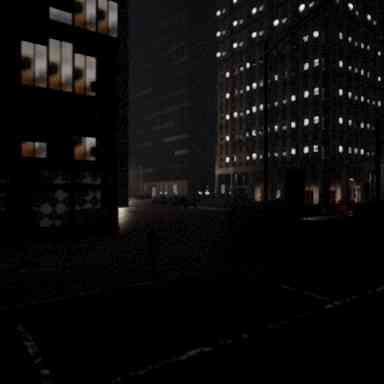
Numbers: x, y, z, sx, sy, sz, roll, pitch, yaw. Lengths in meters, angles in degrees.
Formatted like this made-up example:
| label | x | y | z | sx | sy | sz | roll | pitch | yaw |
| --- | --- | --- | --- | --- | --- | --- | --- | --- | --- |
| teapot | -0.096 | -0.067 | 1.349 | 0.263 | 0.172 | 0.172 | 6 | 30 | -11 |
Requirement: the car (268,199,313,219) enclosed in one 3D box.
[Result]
| label | x | y | z | sx | sy | sz | roll | pitch | yaw |
| --- | --- | --- | --- | --- | --- | --- | --- | --- | --- |
| car | 7.949 | 1.476 | 27.630 | 1.802 | 1.307 | 4.206 | 1 | 0 | -32 |

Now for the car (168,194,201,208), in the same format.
| label | x | y | z | sx | sy | sz | roll | pitch | yaw |
| --- | --- | --- | --- | --- | --- | --- | --- | --- | --- |
| car | -0.931 | 1.292 | 41.596 | 1.802 | 1.307 | 4.206 | 1 | 0 | -33 |

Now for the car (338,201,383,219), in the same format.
| label | x | y | z | sx | sy | sz | roll | pitch | yaw |
| --- | --- | --- | --- | --- | --- | --- | --- | --- | --- |
| car | 14.866 | 1.426 | 26.923 | 1.882 | 1.535 | 5.008 | 1 | 0 | -30 |

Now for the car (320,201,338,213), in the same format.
| label | x | y | z | sx | sy | sz | roll | pitch | yaw |
| --- | --- | --- | --- | --- | --- | --- | --- | --- | --- |
| car | 14.573 | 1.481 | 32.315 | 1.802 | 1.307 | 4.206 | 1 | 0 | -32 |

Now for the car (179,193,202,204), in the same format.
| label | x | y | z | sx | sy | sz | roll | pitch | yaw |
| --- | --- | --- | --- | --- | --- | --- | --- | --- | --- |
| car | -0.295 | 1.036 | 55.432 | 1.967 | 1.590 | 4.097 | 1 | 0 | -35 |

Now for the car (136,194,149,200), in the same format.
| label | x | y | z | sx | sy | sz | roll | pitch | yaw |
| --- | --- | --- | --- | --- | --- | --- | --- | --- | --- |
| car | -9.925 | 0.975 | 68.890 | 1.947 | 1.339 | 4.313 | 1 | 0 | -36 |

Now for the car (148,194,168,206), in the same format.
| label | x | y | z | sx | sy | sz | roll | pitch | yaw |
| --- | --- | --- | --- | --- | --- | --- | --- | --- | --- |
| car | -3.874 | 1.175 | 46.096 | 1.752 | 1.417 | 4.829 | 1 | 0 | -33 |
